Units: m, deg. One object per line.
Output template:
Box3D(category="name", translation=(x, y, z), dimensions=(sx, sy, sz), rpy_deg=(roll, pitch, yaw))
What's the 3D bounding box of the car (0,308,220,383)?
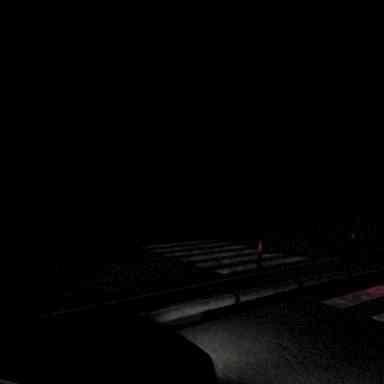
Box3D(category="car", translation=(-1.976, 1.503, 2.020), dimensions=(4.892, 1.490, 1.837), rpy_deg=(1, 0, -35))
